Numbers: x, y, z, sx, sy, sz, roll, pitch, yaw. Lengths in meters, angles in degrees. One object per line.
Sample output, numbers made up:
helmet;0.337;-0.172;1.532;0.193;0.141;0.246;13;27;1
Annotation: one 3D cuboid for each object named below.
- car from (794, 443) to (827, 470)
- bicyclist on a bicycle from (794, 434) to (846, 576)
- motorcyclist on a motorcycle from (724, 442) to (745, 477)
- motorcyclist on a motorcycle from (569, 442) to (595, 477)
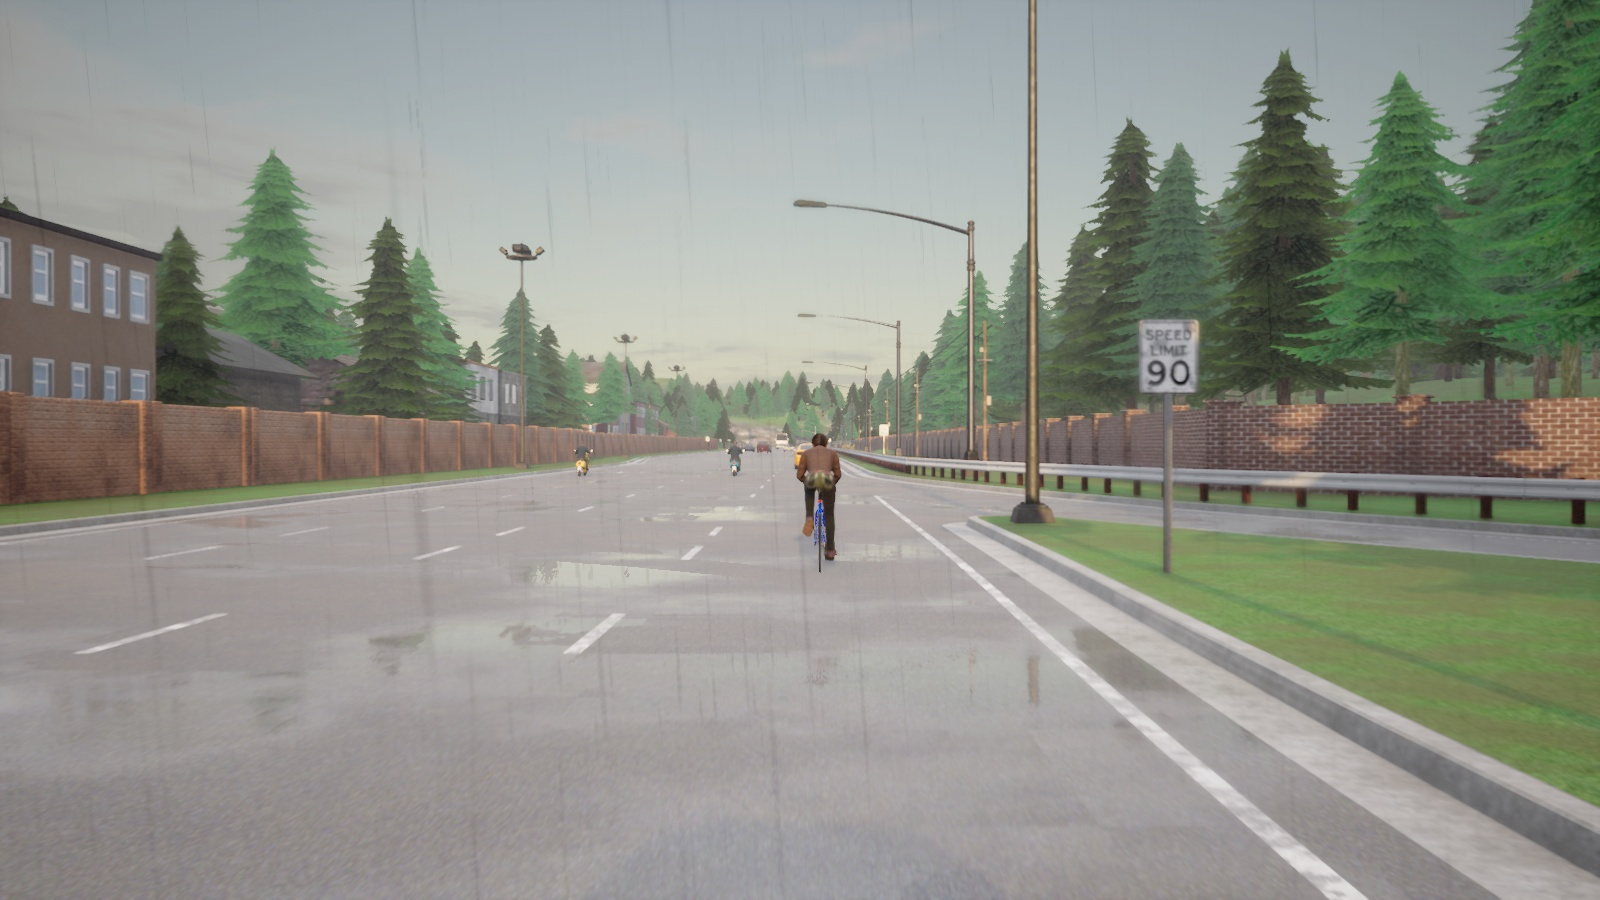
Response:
car;0.628;0.354;75.395;1.882;1.535;5.008;0;0;0
bicyclist on a bicycle;0.240;0.625;15.125;0.582;1.620;1.656;0;0;1
motorcyclist on a motorcycle;-2.977;0.414;57.557;0.866;1.590;1.817;0;0;0
motorcyclist on a motorcycle;-9.977;0.408;57.599;0.866;1.590;1.817;0;0;0
